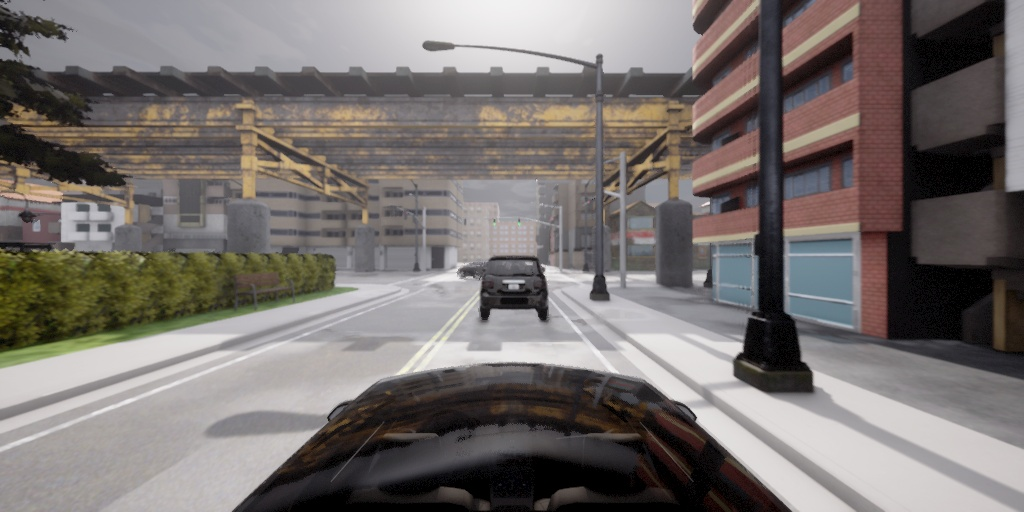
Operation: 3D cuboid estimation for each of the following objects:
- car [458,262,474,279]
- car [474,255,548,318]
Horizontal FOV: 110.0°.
[{"bbox_3d":[-2.931,1.267,31.007,2.128,1.511,4.902,1,0,-36],"label":"car"},{"bbox_3d":[0.074,0.982,13.082,2.150,2.045,5.566,0,0,0],"label":"car"}]
